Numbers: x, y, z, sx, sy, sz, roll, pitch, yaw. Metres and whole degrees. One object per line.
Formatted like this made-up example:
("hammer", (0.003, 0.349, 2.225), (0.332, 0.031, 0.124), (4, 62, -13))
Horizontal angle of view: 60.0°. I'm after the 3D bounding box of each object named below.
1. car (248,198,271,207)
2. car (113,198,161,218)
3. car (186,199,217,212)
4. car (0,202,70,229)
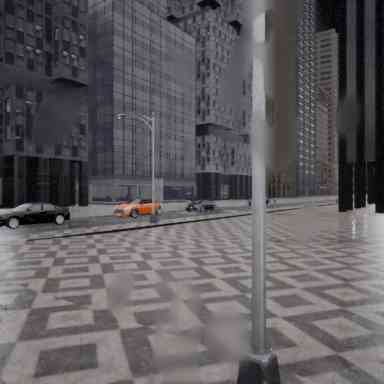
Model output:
("car", (10.100, 1.433, 49.912), (1.882, 1.535, 5.008), (0, 0, 36))
("car", (-4.830, 1.319, 29.674), (2.097, 1.767, 4.553), (0, 0, 36))
("car", (1.112, 1.518, 37.783), (1.994, 1.385, 4.181), (0, 0, 36))
("car", (-10.527, 1.458, 21.890), (1.882, 1.535, 5.008), (0, 0, 36))
